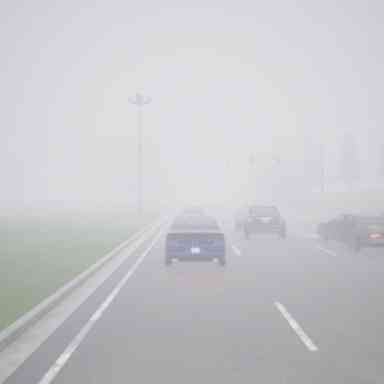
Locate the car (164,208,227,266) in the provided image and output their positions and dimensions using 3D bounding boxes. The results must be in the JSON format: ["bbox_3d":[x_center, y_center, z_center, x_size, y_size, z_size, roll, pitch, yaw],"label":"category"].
[{"bbox_3d":[0.097,1.524,11.790,1.882,1.535,5.008,0,-1,0],"label":"car"}]

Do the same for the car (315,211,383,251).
[{"bbox_3d":[7.094,1.602,14.217,2.033,1.411,5.357,0,0,0],"label":"car"}]

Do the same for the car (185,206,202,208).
[{"bbox_3d":[0.094,1.653,23.098,1.994,1.385,4.181,0,0,0],"label":"car"}]

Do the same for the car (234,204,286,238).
[{"bbox_3d":[3.596,1.423,18.258,2.097,1.767,4.553,0,0,0],"label":"car"}]
